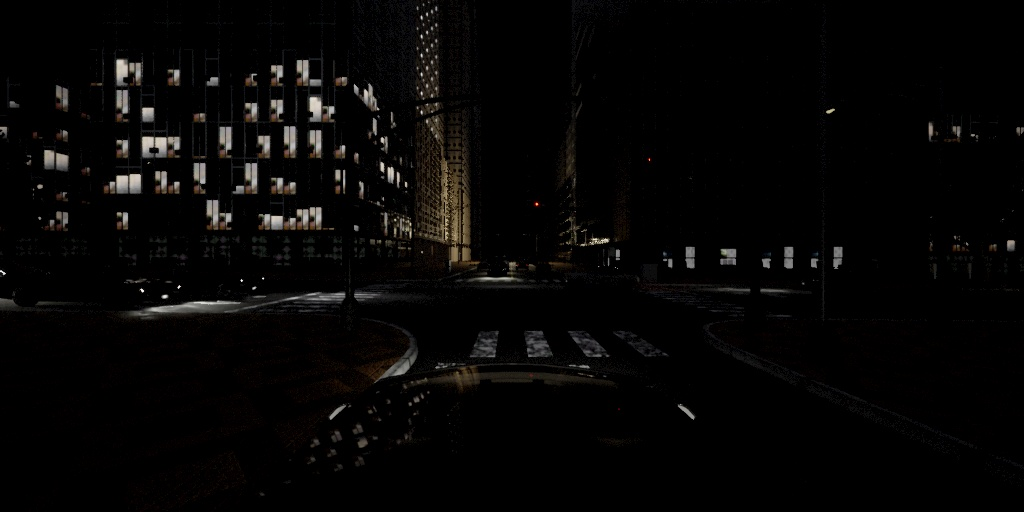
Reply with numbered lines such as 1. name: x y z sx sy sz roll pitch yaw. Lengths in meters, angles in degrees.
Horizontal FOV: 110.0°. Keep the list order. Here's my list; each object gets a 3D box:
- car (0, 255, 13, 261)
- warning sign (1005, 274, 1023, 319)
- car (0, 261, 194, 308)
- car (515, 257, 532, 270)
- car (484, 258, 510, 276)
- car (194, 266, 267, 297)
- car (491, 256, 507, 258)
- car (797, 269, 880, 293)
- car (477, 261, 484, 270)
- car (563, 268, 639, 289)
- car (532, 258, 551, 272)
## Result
1. car: -23.607 0.693 15.895 4.553 1.767 2.097 1 0 -3
2. warning sign: 17.281 1.204 11.756 1.060 1.860 1.300 0 0 -3
3. car: -15.290 1.042 13.050 5.357 1.411 2.033 1 0 0
4. car: 1.417 1.307 52.465 2.033 1.411 5.357 0 0 0
5. car: -1.475 1.245 37.041 1.882 1.535 5.008 0 0 1
6. car: -14.011 1.118 16.330 4.718 1.301 1.895 1 0 -3
7. car: -1.499 0.985 47.639 2.150 2.045 5.566 0 0 2
8. car: 22.433 1.668 24.704 4.902 1.511 2.128 1 0 -3
9. car: -3.993 1.343 51.065 1.802 1.307 4.207 0 0 0
10. car: 5.832 1.428 23.948 4.718 1.301 1.895 2 0 -3
11. car: 3.956 1.329 45.567 1.948 1.339 4.313 0 0 0
